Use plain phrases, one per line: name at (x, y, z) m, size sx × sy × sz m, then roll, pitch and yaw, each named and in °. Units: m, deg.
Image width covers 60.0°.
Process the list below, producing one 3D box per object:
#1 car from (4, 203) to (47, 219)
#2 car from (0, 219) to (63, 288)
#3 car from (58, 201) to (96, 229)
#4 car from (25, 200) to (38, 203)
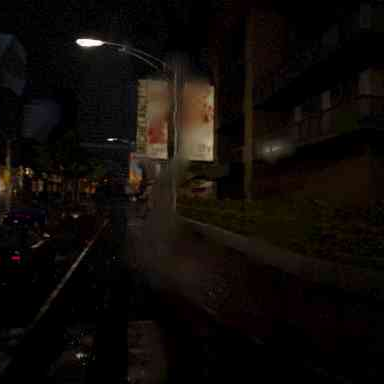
car at (-11.806, 1.789, 23.836) m, size 1.882 × 1.535 × 5.008 m, roll 1°, pitch -1°, yaw -11°
car at (-5.163, 1.685, 9.474) m, size 1.994 × 1.385 × 4.181 m, roll 1°, pitch -1°, yaw -13°
car at (-8.504, 1.750, 25.145) m, size 2.097 × 1.767 × 4.553 m, roll 1°, pitch -1°, yaw -12°
car at (-38.681, 2.636, 80.054) m, size 1.895 × 1.301 × 4.718 m, roll 1°, pitch -1°, yaw -12°
